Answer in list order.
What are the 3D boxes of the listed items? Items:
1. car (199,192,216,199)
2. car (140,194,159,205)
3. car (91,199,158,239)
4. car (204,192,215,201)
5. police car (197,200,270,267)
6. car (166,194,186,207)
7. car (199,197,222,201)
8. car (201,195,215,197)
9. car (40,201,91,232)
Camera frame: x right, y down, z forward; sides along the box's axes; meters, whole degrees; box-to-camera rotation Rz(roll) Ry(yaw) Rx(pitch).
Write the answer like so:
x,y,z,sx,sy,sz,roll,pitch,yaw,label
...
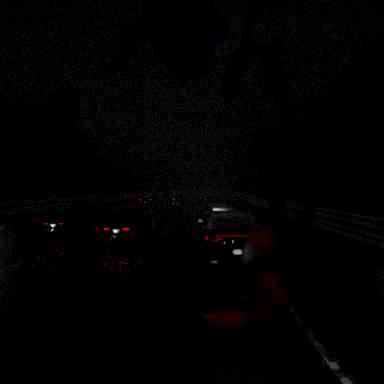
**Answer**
x,y,z,sx,sy,sz,roll,pitch,yaw,label
2.099,0.972,47.195,1.994,1.385,4.181,0,1,6,car
-5.276,1.010,40.936,1.812,1.442,4.674,0,1,4,car
-3.063,1.300,16.149,1.837,1.490,4.892,0,1,2,car
3.305,0.765,61.035,1.812,1.442,4.674,0,1,6,car
1.220,1.284,11.008,1.930,1.638,5.238,0,1,1,police car
-1.872,0.996,39.354,2.128,1.511,4.902,0,1,4,car
1.539,1.262,20.739,1.812,1.442,4.674,0,1,2,car
1.806,1.188,26.641,1.812,1.442,4.674,0,1,3,car
-6.502,1.275,18.201,1.837,1.490,4.892,0,1,2,car
